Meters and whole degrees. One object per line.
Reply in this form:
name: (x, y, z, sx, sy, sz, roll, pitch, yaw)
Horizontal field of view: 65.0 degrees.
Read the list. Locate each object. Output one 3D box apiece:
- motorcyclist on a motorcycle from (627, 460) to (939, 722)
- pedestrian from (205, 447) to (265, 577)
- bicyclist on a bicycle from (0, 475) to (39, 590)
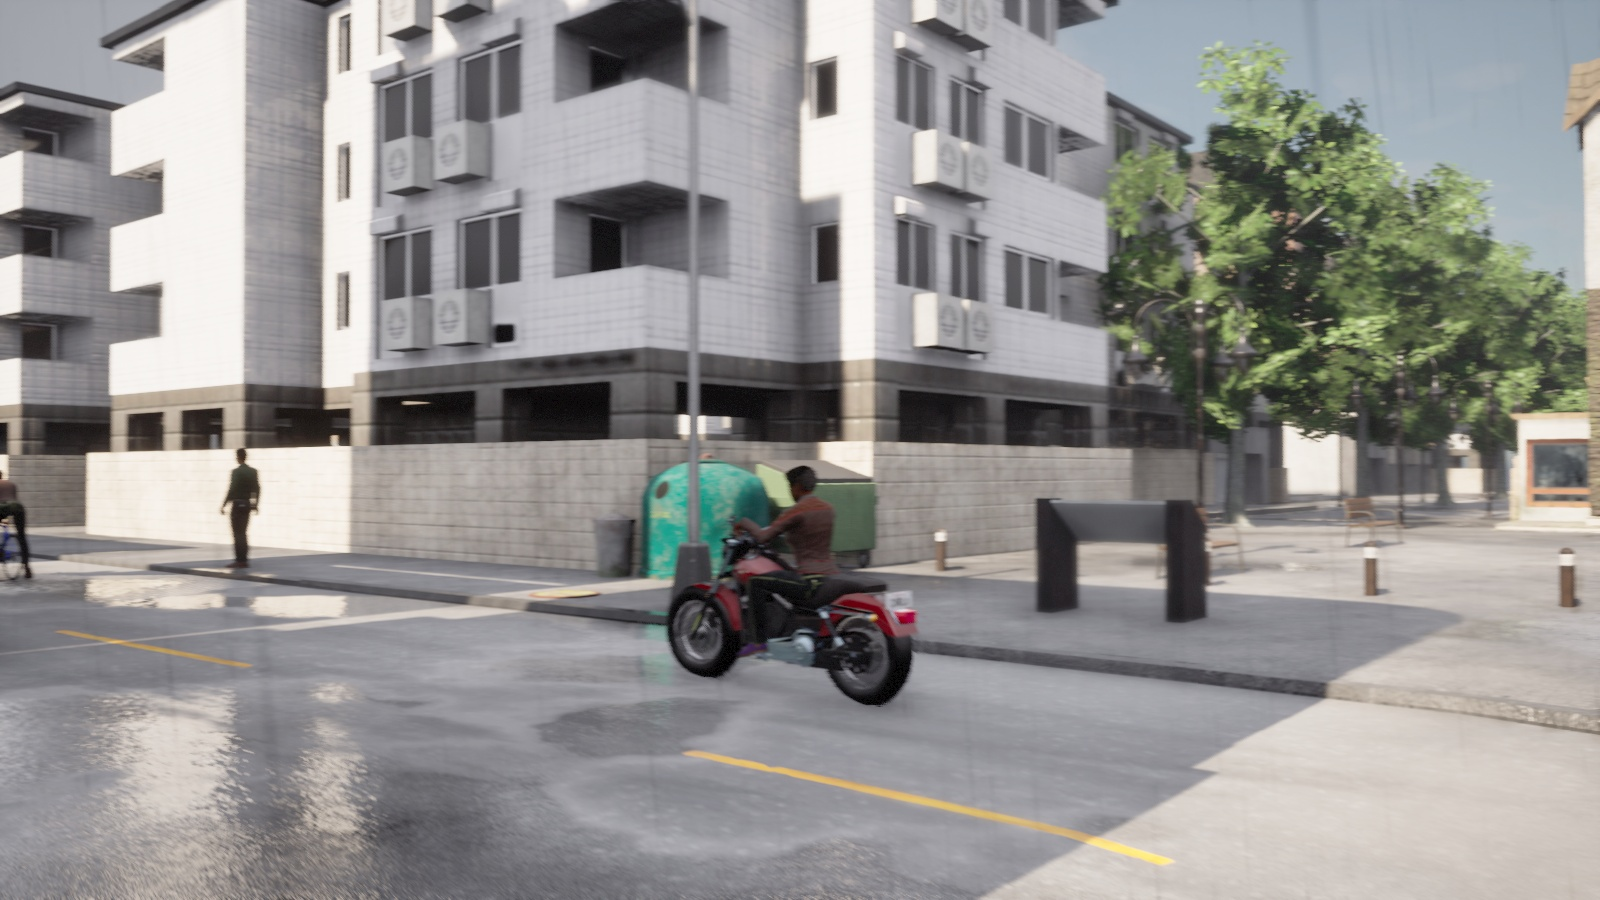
motorcyclist on a motorcycle: (-0.190, 0.922, 9.042, 2.350, 1.649, 0.766, -2, -1, 44)
pedestrian: (-8.623, 0.933, 19.156, 0.788, 1.949, 0.423, -1, -1, 27)
bicyclist on a bicycle: (-11.824, 1.194, 18.429, 1.656, 1.620, 0.582, -2, -1, 39)
